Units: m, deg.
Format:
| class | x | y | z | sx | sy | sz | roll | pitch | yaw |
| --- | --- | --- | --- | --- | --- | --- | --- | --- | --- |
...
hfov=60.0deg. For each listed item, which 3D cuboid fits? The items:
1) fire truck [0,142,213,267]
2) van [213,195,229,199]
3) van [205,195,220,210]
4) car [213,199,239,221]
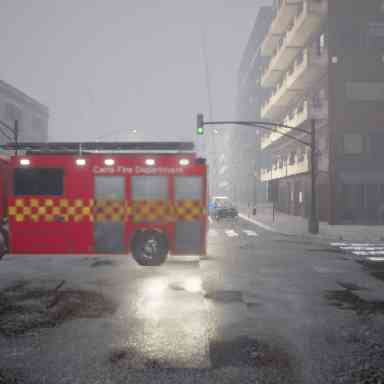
| class | x | y | z | sx | sy | sz | roll | pitch | yaw |
| --- | --- | --- | --- | --- | --- | --- | --- | --- | --- |
| fire truck | -3.661 | 0.348 | 11.281 | 8.468 | 3.827 | 2.891 | 0 | 0 | 1 |
| van | 2.677 | 1.333 | 32.112 | 1.690 | 1.788 | 3.998 | 1 | 0 | 0 |
| van | 2.667 | 1.327 | 43.275 | 1.690 | 1.788 | 3.998 | 1 | 0 | 0 |
| car | 2.679 | 1.546 | 26.533 | 2.008 | 1.369 | 4.403 | 1 | 0 | 0 |
